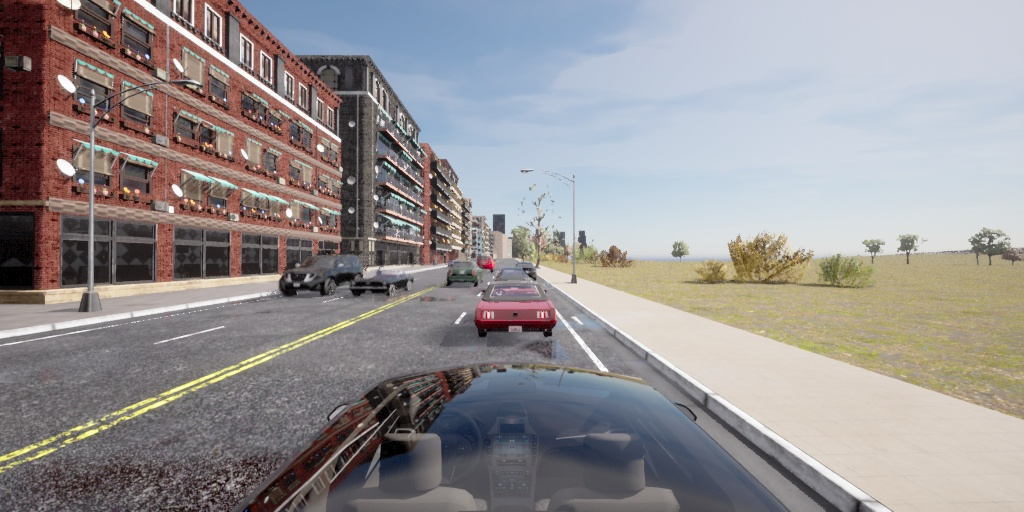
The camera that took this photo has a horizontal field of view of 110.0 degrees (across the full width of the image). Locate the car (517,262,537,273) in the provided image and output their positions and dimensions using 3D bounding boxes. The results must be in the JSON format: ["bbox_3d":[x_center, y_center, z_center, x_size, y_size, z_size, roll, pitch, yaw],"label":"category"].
[{"bbox_3d":[1.048,1.259,30.282,1.837,1.490,4.892,0,0,0],"label":"car"}]

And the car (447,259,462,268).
[{"bbox_3d":[-10.006,1.277,62.429,1.812,1.442,4.674,0,0,0],"label":"car"}]

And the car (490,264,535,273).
[{"bbox_3d":[0.033,1.317,20.288,1.994,1.385,4.181,0,0,0],"label":"car"}]

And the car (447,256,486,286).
[{"bbox_3d":[-3.229,1.107,25.400,2.097,1.767,4.553,0,0,0],"label":"car"}]

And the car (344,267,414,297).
[{"bbox_3d":[-6.655,1.353,18.790,1.895,1.301,4.718,0,0,0],"label":"car"}]

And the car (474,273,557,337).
[{"bbox_3d":[0.074,1.352,10.258,1.895,1.301,4.718,0,0,0],"label":"car"}]

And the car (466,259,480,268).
[{"bbox_3d":[-6.758,1.258,62.312,1.837,1.490,4.892,0,-1,0],"label":"car"}]

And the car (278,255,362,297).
[{"bbox_3d":[-9.904,0.974,19.224,2.150,2.045,5.566,0,0,0],"label":"car"}]

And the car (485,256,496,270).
[{"bbox_3d":[-3.284,0.977,44.448,2.150,2.045,5.566,0,0,0],"label":"car"}]
